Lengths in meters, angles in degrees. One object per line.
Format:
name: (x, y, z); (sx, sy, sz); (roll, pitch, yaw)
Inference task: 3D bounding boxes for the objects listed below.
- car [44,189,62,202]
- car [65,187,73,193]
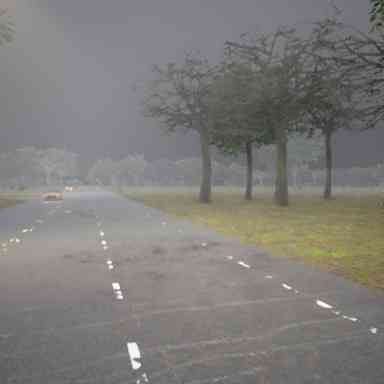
car: (-19.621, 0.367, 47.031); (2.097, 1.767, 4.553); (-1, 2, -17)
car: (-32.850, -0.676, 88.851); (1.882, 1.535, 5.008); (-1, 2, -18)
